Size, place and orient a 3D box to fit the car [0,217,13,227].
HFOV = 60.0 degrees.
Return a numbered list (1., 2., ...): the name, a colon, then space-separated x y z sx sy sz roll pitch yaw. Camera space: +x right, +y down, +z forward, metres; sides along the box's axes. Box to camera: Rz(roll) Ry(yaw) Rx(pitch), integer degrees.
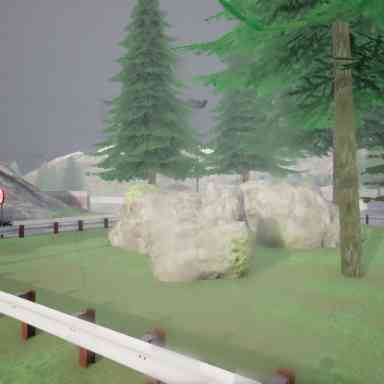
1. car: -10.992 1.359 15.372 5.357 1.411 2.033 0 0 15
